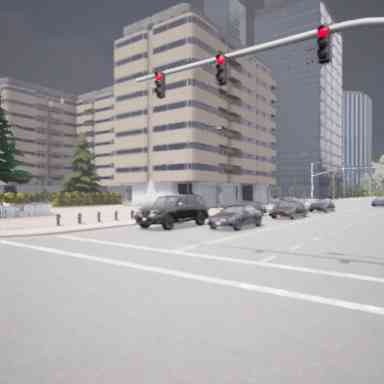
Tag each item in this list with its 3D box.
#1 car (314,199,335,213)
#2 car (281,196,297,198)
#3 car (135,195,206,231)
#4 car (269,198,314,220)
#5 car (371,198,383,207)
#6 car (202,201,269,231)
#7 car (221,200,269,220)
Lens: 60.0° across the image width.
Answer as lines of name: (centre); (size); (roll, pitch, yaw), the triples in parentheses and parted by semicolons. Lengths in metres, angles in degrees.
car: (14.443, 1.519, 36.897); (2.033, 1.411, 5.357); (0, 0, 36)
car: (10.785, 1.322, 37.765); (2.097, 1.767, 4.553); (0, 0, 37)
car: (-1.117, 1.203, 21.218); (2.150, 2.045, 5.566); (0, 0, 36)
car: (8.388, 1.525, 28.464); (2.033, 1.411, 5.357); (0, 0, 36)
car: (27.769, 1.528, 49.167); (1.994, 1.385, 4.181); (0, 0, 36)
car: (2.815, 1.508, 20.659); (1.812, 1.442, 4.674); (0, 0, 35)
car: (4.852, 1.523, 29.548); (2.033, 1.411, 5.357); (0, 0, 36)
